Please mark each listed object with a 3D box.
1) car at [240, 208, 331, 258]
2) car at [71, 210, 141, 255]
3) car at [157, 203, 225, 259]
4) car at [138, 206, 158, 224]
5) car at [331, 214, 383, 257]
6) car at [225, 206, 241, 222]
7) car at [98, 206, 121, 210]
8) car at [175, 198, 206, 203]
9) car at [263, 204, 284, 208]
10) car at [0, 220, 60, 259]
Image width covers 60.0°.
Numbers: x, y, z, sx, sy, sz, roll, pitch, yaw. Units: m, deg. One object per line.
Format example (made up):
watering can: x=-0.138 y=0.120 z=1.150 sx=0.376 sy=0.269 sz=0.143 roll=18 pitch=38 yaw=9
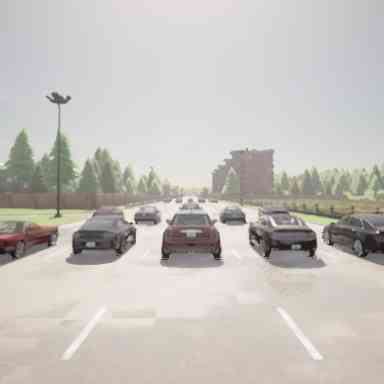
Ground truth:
car: x=3.484 y=1.646 z=13.513 sx=2.128 sy=1.511 sz=4.902 roll=0 pitch=0 yaw=0
car: x=-3.515 y=1.682 z=13.871 sx=1.812 sy=1.442 sz=4.674 roll=0 pitch=0 yaw=0
car: x=-0.015 y=1.503 z=13.418 sx=2.097 sy=1.767 sz=4.553 roll=0 pitch=-1 yaw=0
car: x=-3.599 y=1.857 z=27.484 sx=2.033 sy=1.411 sz=5.357 roll=0 pitch=-1 yaw=0
car: x=6.984 y=1.660 z=13.531 sx=1.837 sy=1.490 sz=4.892 roll=0 pitch=0 yaw=0
car: x=3.404 y=1.885 z=28.484 sx=1.994 sy=1.385 sz=4.181 roll=0 pitch=-1 yaw=0
car: x=-7.098 y=1.885 z=28.519 sx=1.994 sy=1.385 sz=4.181 roll=0 pitch=-1 yaw=0
car: x=-0.095 y=1.670 z=28.415 sx=2.097 sy=1.767 sz=4.553 roll=0 pitch=-1 yaw=0
car: x=6.904 y=1.828 z=28.532 sx=1.837 sy=1.490 sz=4.892 roll=0 pitch=0 yaw=0
car: x=-7.019 y=1.750 z=13.201 sx=1.895 sy=1.301 sz=4.718 roll=0 pitch=-1 yaw=0
